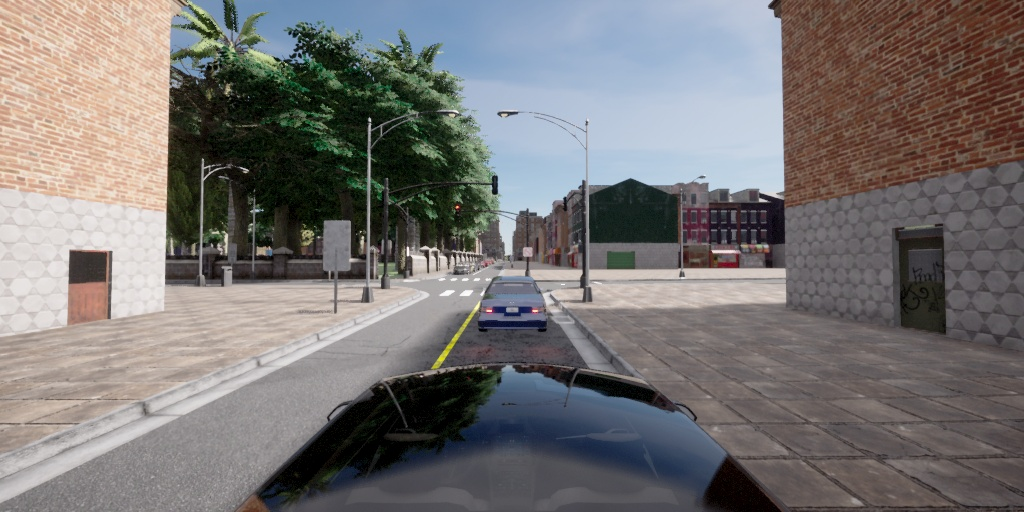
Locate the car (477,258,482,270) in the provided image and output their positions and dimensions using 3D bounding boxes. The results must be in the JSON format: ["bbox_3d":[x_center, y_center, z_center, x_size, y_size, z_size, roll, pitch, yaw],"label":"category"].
[{"bbox_3d":[-5.522,1.344,47.131,2.007,1.370,4.403,0,0,0],"label":"car"}]

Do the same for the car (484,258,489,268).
[{"bbox_3d":[-5.640,1.416,63.481,1.802,1.307,4.207,0,0,0],"label":"car"}]

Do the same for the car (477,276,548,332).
[{"bbox_3d":[0.028,1.301,10.850,2.033,1.411,5.357,0,0,0],"label":"car"}]

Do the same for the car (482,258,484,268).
[{"bbox_3d":[-5.561,1.371,52.581,1.948,1.339,4.313,0,0,0],"label":"car"}]

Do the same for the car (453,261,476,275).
[{"bbox_3d":[-5.497,1.333,39.996,2.007,1.370,4.403,0,0,0],"label":"car"}]
